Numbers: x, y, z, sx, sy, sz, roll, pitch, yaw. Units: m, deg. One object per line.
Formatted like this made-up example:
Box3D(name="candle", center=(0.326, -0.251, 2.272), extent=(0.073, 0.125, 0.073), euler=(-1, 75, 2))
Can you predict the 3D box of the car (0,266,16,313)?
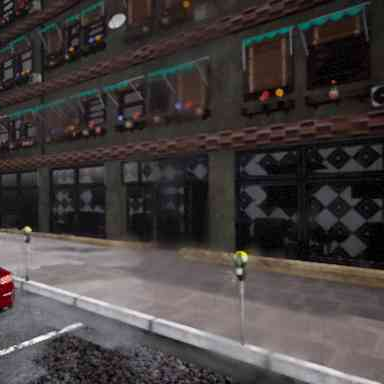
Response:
Box3D(name="car", center=(-4.930, 1.572, 6.250), extent=(4.206, 1.307, 1.802), euler=(0, -1, 36))
